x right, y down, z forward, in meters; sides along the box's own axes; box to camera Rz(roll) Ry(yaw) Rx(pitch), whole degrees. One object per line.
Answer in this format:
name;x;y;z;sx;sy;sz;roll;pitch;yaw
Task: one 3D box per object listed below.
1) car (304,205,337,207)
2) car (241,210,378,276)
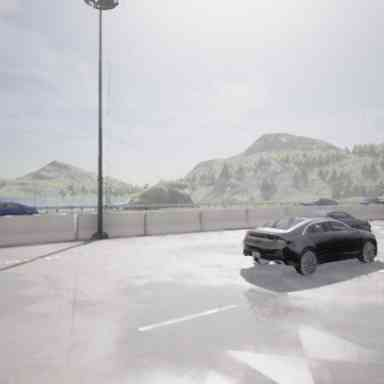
car;6.770;1.554;16.193;4.181;1.385;1.994;0;0;-31
car;3.777;1.484;10.298;4.902;1.511;2.128;0;0;-33
